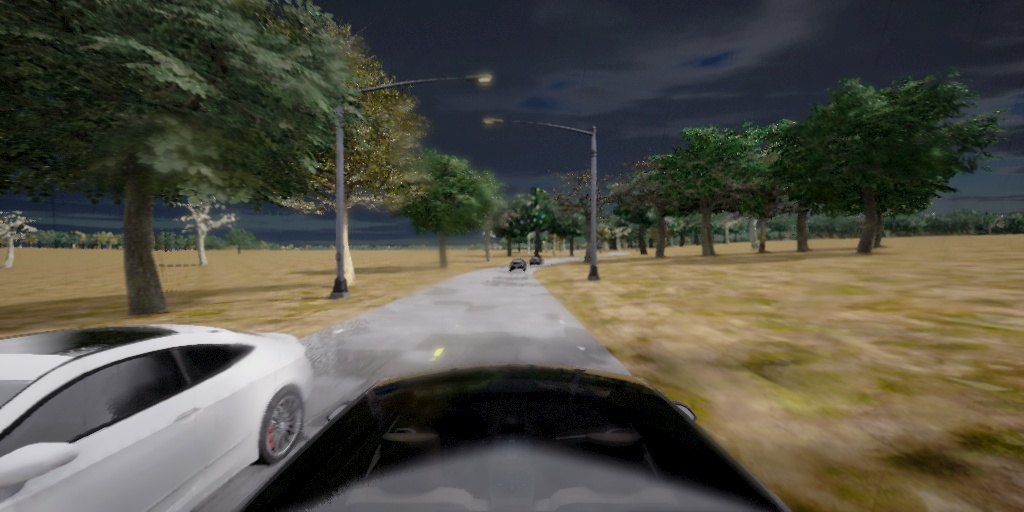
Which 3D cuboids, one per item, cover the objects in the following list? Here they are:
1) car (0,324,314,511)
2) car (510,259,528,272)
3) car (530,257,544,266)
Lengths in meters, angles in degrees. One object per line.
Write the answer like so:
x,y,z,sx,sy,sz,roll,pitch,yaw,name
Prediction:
-3.099,1.276,2.194,1.812,1.442,4.674,0,0,0,car
0.816,1.058,42.604,1.837,1.490,4.892,0,0,6,car
4.226,0.848,60.294,1.837,1.490,4.892,0,1,15,car
